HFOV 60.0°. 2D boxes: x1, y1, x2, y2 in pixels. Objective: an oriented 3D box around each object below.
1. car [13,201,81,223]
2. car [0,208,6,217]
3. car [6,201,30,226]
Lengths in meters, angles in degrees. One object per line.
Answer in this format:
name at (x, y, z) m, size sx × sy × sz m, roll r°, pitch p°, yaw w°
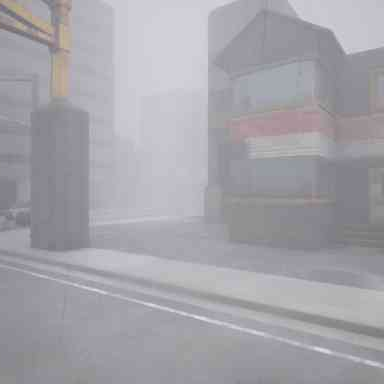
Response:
car at (-9.728, 1.295, 22.803) m, size 1.853 × 1.218 × 4.536 m, roll 0°, pitch 0°, yaw 15°
car at (-12.899, 1.295, 25.453) m, size 4.536 × 1.218 × 1.853 m, roll 0°, pitch 0°, yaw -30°
car at (-9.742, 1.453, 22.753) m, size 2.038 × 1.542 × 4.974 m, roll 0°, pitch 0°, yaw 15°
